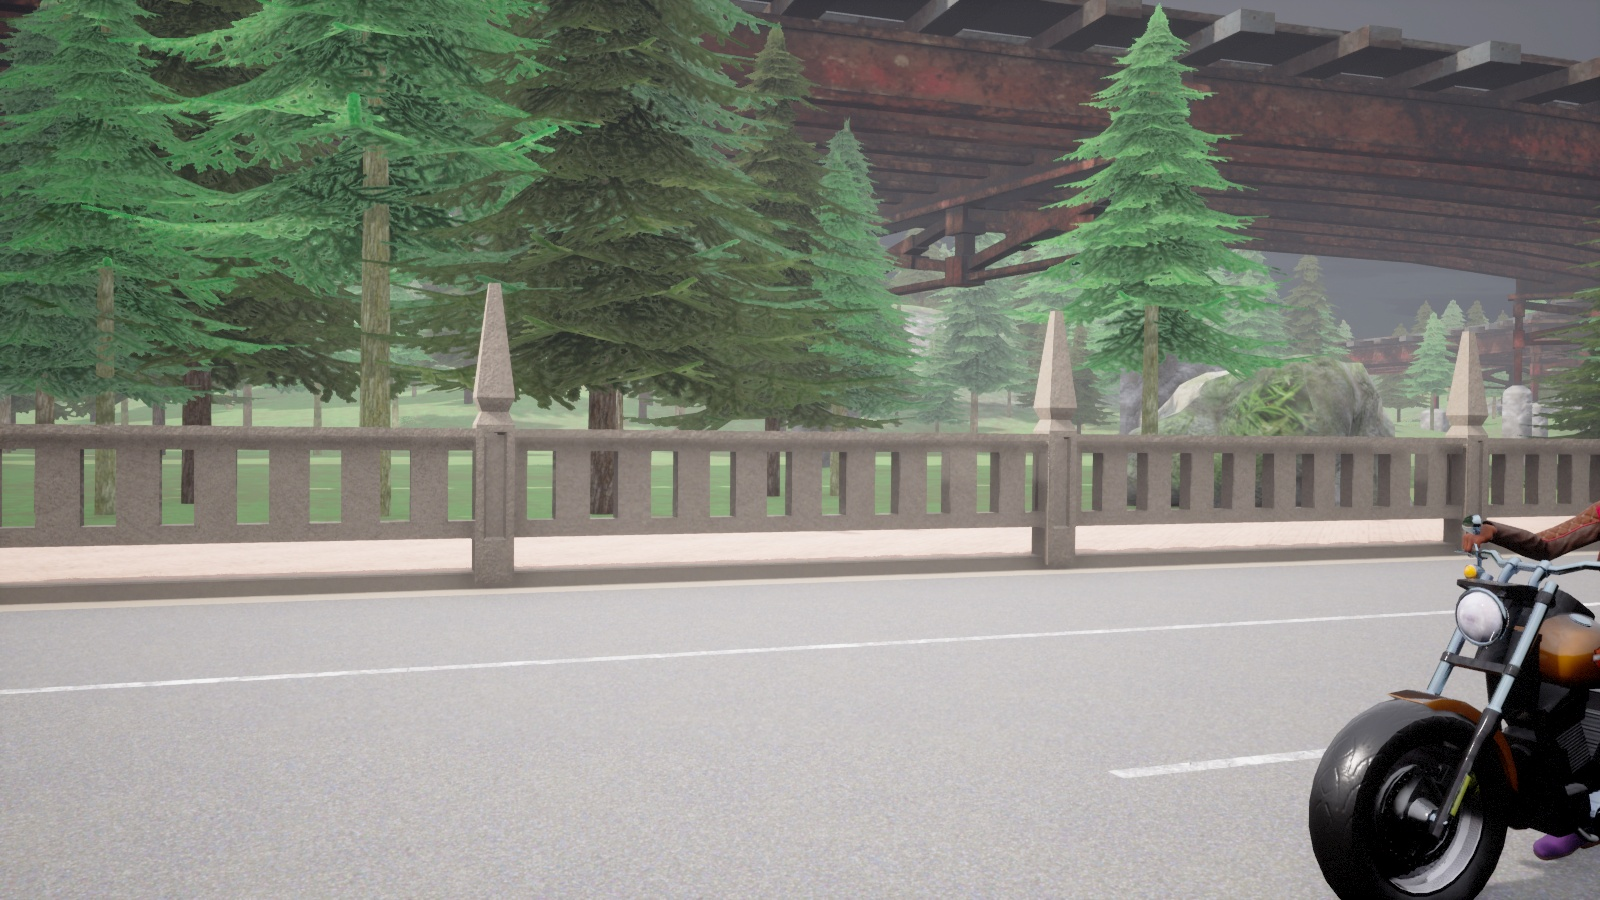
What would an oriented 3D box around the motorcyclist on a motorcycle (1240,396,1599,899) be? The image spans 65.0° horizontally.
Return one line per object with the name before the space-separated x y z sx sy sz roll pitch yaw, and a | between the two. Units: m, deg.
motorcyclist on a motorcycle | 2.716 0.650 4.271 2.350 1.649 0.766 -1 1 -21
